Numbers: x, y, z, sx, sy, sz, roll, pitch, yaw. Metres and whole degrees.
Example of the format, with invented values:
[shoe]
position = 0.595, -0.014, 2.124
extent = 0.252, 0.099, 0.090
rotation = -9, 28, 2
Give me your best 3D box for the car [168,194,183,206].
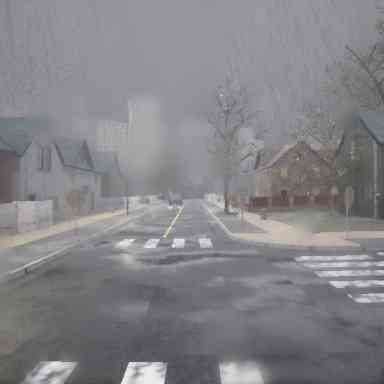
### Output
[car]
position = -2.750, 1.343, 56.833
extent = 2.150, 2.045, 5.566
rotation = 0, 0, 0
